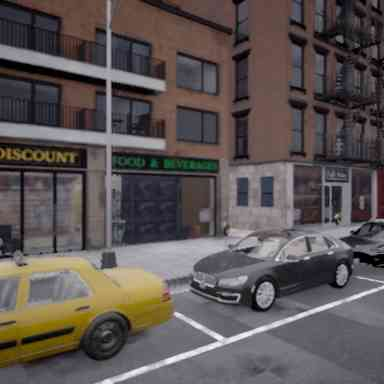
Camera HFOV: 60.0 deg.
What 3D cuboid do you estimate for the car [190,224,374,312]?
[{"bbox_3d":[1.984,1.555,7.615,4.403,1.369,2.008,0,0,-35],"label":"car"}]

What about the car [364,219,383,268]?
[{"bbox_3d":[6.387,1.573,10.753,4.313,1.339,1.947,0,0,-35],"label":"car"}]

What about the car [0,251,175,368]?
[{"bbox_3d":[-2.556,1.526,4.380,4.829,1.417,1.752,0,0,-35],"label":"car"}]
